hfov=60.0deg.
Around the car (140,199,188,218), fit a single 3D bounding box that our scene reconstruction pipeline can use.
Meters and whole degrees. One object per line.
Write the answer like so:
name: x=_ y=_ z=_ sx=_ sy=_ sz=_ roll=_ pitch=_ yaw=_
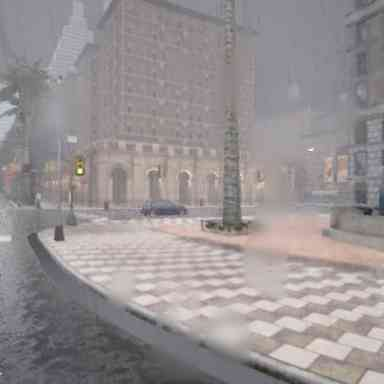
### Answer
car: x=-2.684 y=1.544 z=32.713 sx=4.553 sy=1.767 sz=2.097 roll=1 pitch=0 yaw=-30
